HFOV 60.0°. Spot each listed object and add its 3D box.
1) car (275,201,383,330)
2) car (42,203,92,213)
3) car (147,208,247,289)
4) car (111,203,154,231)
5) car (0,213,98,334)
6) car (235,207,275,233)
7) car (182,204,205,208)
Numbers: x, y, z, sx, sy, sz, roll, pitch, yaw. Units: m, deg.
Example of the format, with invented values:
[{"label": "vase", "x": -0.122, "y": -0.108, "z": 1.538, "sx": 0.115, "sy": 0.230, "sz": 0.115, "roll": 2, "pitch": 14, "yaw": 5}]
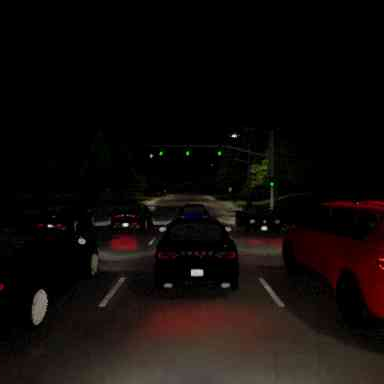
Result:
[{"label": "car", "x": 3.597, "y": 1.182, "z": 6.957, "sx": 2.150, "sy": 2.045, "sz": 5.566, "roll": 0, "pitch": 0, "yaw": 0}, {"label": "car", "x": -6.907, "y": 1.401, "z": 18.537, "sx": 1.837, "sy": 1.490, "sz": 4.892, "roll": 0, "pitch": 1, "yaw": 0}, {"label": "car", "x": 0.097, "y": 1.426, "z": 9.076, "sx": 1.882, "sy": 1.535, "sz": 5.008, "roll": 0, "pitch": 1, "yaw": 0}, {"label": "car", "x": -3.407, "y": 1.397, "z": 19.464, "sx": 1.837, "sy": 1.490, "sz": 4.892, "roll": 0, "pitch": 1, "yaw": 0}, {"label": "car", "x": -3.402, "y": 1.438, "z": 6.799, "sx": 1.882, "sy": 1.535, "sz": 5.008, "roll": 0, "pitch": 1, "yaw": 0}, {"label": "car", "x": 3.595, "y": 1.495, "z": 18.718, "sx": 1.895, "sy": 1.301, "sz": 4.718, "roll": 0, "pitch": 0, "yaw": 0}, {"label": "car", "x": 0.098, "y": 1.416, "z": 19.389, "sx": 1.812, "sy": 1.442, "sz": 4.674, "roll": 0, "pitch": 1, "yaw": 0}]
